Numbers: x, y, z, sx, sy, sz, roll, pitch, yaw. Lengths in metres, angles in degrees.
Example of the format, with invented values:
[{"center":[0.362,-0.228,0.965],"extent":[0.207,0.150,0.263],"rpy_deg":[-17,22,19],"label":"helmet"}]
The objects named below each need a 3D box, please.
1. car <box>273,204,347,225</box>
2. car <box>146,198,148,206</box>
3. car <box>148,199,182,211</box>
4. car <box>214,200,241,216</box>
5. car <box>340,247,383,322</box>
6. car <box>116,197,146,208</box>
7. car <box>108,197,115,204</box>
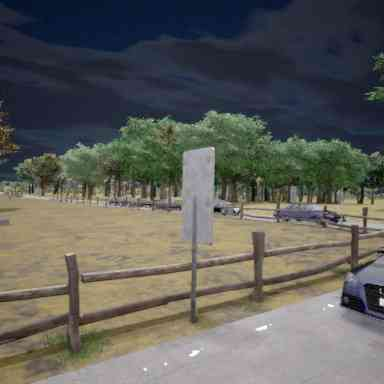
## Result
[{"center":[8.529,1.584,24.649],"extent":[2.033,1.411,5.357],"rpy_deg":[2,-1,-34],"label":"car"},{"center":[-7.798,1.648,52.549],"extent":[2.033,1.411,5.357],"rpy_deg":[2,-1,-35],"label":"car"},{"center":[-2.926,1.577,40.747],"extent":[2.033,1.411,5.357],"rpy_deg":[2,-1,-35],"label":"car"},{"center":[2.745,1.525,32.806],"extent":[2.128,1.511,4.902],"rpy_deg":[2,-1,-36],"label":"car"},{"center":[4.729,1.580,6.345],"extent":[4.181,1.385,1.994],"rpy_deg":[0,0,-34],"label":"car"},{"center":[-9.253,1.530,49.681],"extent":[1.837,1.490,4.892],"rpy_deg":[2,-1,-35],"label":"car"},{"center":[-13.653,1.573,60.663],"extent":[2.128,1.511,4.902],"rpy_deg":[2,-1,-36],"label":"car"}]
